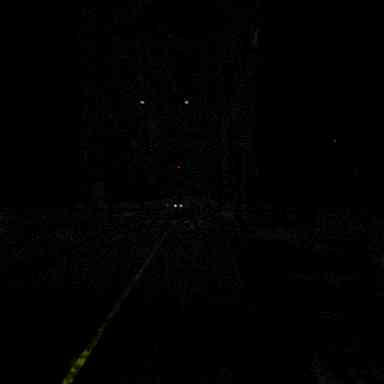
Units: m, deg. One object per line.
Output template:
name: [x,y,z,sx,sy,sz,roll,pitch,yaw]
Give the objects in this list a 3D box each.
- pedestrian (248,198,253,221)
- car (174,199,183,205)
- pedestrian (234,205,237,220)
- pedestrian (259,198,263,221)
pedestrian: [4.629,1.390,26.467,0.375,1.860,0.375,0,0,0]
car: [-3.098,2.234,76.238,2.033,1.411,5.357,0,-1,0]
pedestrian: [3.629,1.676,27.665,0.375,1.300,0.375,0,0,0]
pedestrian: [5.629,1.406,27.067,0.375,1.860,0.375,0,0,0]
